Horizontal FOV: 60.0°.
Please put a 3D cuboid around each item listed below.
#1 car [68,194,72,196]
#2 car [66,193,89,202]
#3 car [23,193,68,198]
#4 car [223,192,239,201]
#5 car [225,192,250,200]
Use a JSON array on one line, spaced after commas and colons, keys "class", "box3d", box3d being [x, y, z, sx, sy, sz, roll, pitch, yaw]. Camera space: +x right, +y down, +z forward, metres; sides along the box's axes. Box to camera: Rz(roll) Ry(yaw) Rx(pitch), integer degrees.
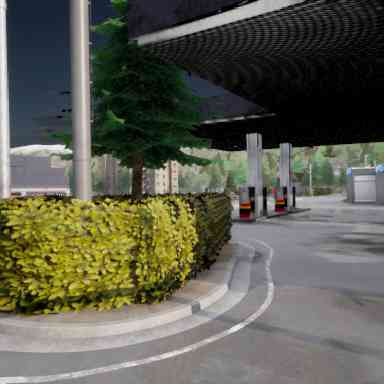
[{"class": "car", "box3d": [-24.271, 1.124, 63.885, 3.866, 1.878, 1.905, -1, 1, 35]}, {"class": "car", "box3d": [-22.926, 1.103, 66.494, 4.605, 1.855, 1.932, -1, 1, 35]}, {"class": "car", "box3d": [-14.795, 1.183, 33.599, 3.866, 1.878, 1.905, -1, 1, 35]}, {"class": "car", "box3d": [7.405, 0.851, 63.928, 5.027, 1.636, 2.152, -1, 1, 35]}, {"class": "car", "box3d": [9.177, 0.812, 66.517, 4.514, 1.523, 2.007, -1, 1, 35]}]
